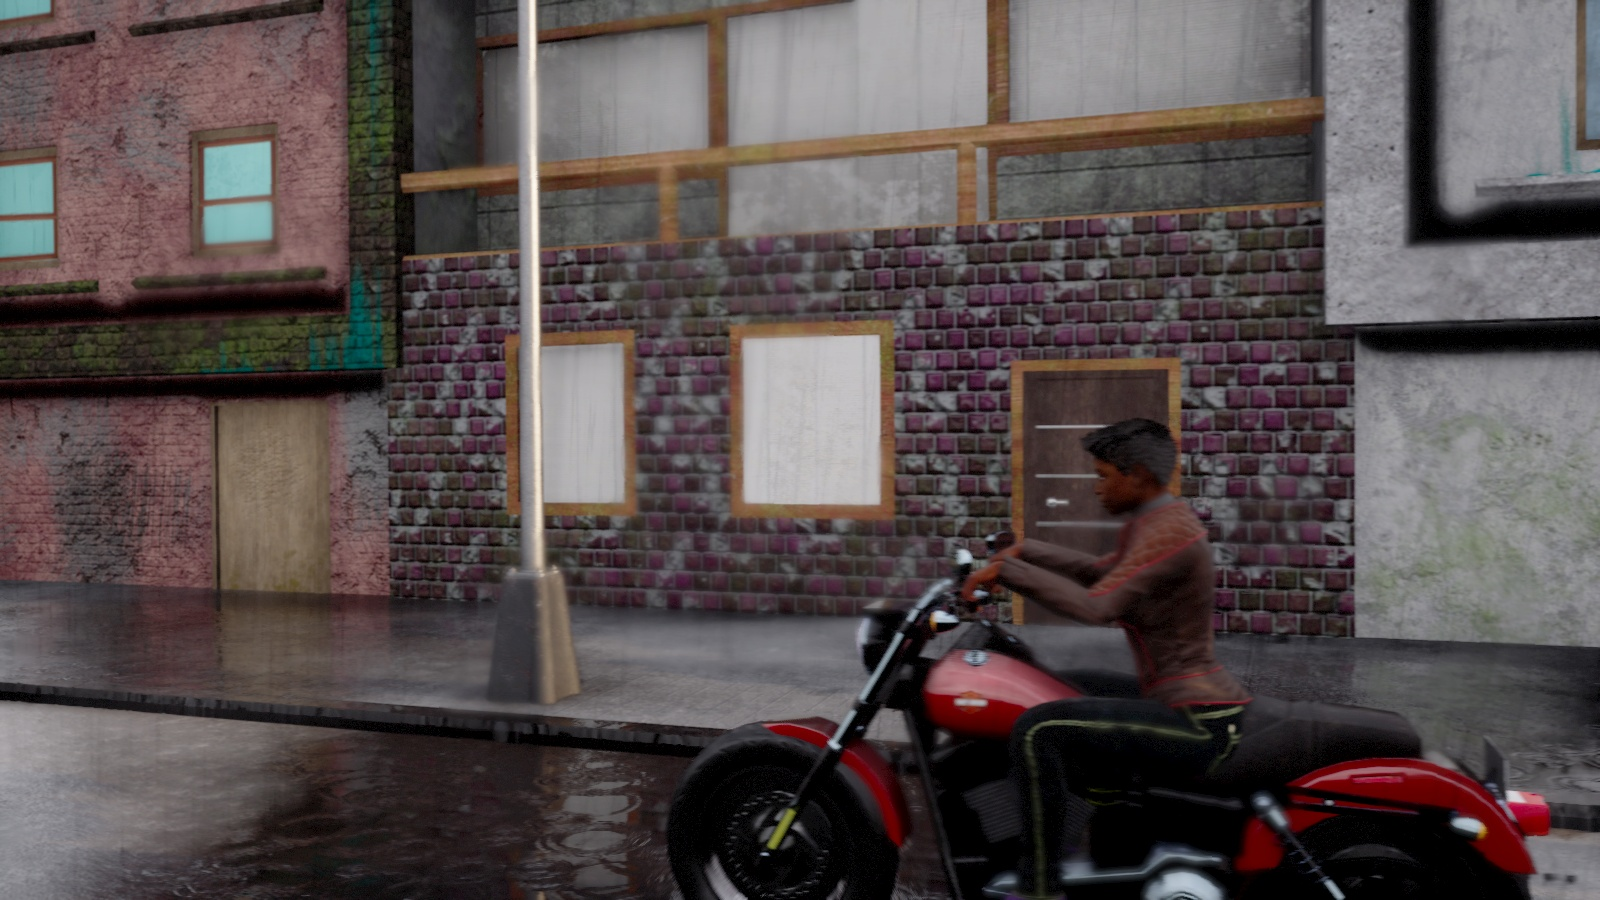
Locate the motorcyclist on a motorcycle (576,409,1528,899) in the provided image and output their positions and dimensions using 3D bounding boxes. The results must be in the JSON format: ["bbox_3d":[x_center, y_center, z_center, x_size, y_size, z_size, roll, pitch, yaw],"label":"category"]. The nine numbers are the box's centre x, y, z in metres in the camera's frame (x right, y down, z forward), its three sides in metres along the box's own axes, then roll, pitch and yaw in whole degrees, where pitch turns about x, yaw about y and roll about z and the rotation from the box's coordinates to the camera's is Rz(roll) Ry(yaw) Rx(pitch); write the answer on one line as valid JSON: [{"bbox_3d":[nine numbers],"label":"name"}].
[{"bbox_3d":[0.613,0.727,3.513,2.350,1.649,0.766,0,1,19],"label":"motorcyclist on a motorcycle"}]
